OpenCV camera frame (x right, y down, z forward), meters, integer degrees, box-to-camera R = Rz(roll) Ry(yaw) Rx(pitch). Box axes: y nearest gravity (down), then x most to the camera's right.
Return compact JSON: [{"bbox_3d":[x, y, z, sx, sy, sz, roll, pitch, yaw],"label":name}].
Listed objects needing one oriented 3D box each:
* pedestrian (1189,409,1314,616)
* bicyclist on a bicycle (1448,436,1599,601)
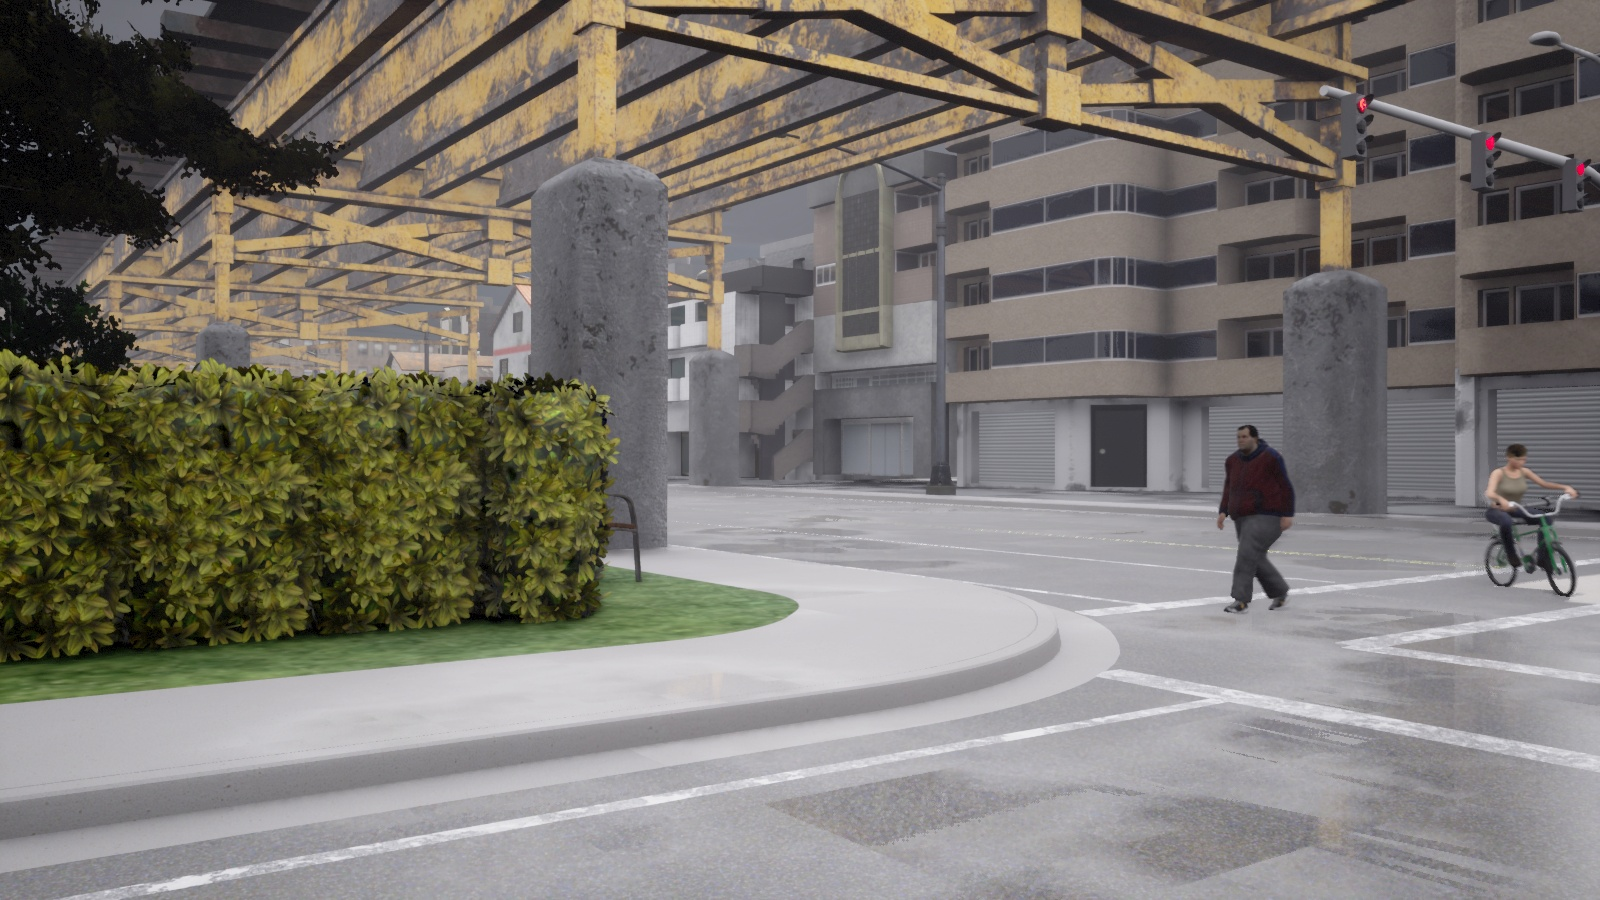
[{"bbox_3d":[4.191,0.560,11.668,0.899,1.844,0.634,0,0,-25],"label":"pedestrian"},{"bbox_3d":[7.942,0.698,13.584,0.866,1.612,1.509,-5,0,-5],"label":"bicyclist on a bicycle"}]
